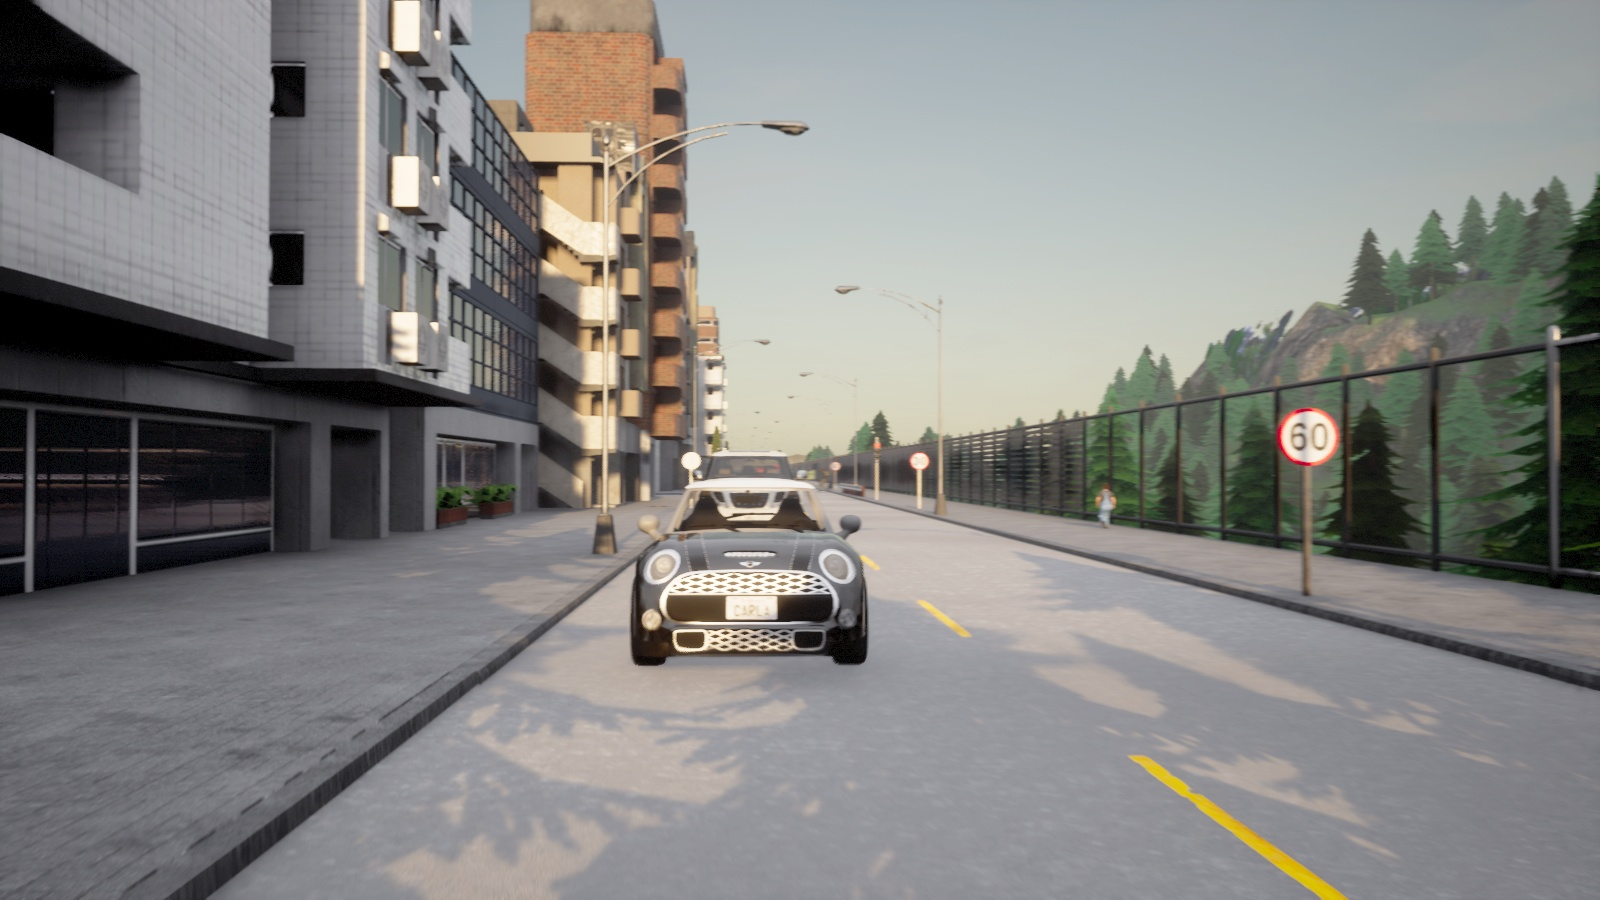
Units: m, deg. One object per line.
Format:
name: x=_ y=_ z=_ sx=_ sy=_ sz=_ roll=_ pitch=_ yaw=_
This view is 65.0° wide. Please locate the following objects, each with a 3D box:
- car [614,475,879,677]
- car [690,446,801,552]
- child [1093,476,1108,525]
car: x=-0.481 y=0.977 z=11.302 sx=1.970 sy=1.475 sz=3.806 roll=0 pitch=-1 yaw=-3
car: x=-1.182 y=1.007 z=27.238 sx=2.150 sy=2.045 sz=5.566 roll=0 pitch=-1 yaw=-3
child: x=7.785 y=1.307 z=32.528 sx=0.270 sy=1.263 sz=0.437 roll=0 pitch=-1 yaw=-3
